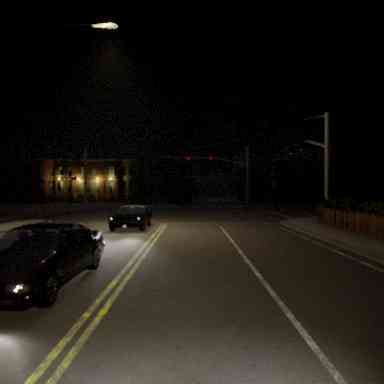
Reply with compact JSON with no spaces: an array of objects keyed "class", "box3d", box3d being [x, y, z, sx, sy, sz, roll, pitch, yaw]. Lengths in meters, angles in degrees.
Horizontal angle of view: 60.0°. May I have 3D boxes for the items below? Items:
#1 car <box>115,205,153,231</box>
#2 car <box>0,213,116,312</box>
[{"class":"car","box3d":[-3.504,1.454,19.530,1.895,1.301,4.718,0,0,0]},{"class":"car","box3d":[-3.576,1.486,8.056,2.033,1.411,5.357,0,0,0]}]
